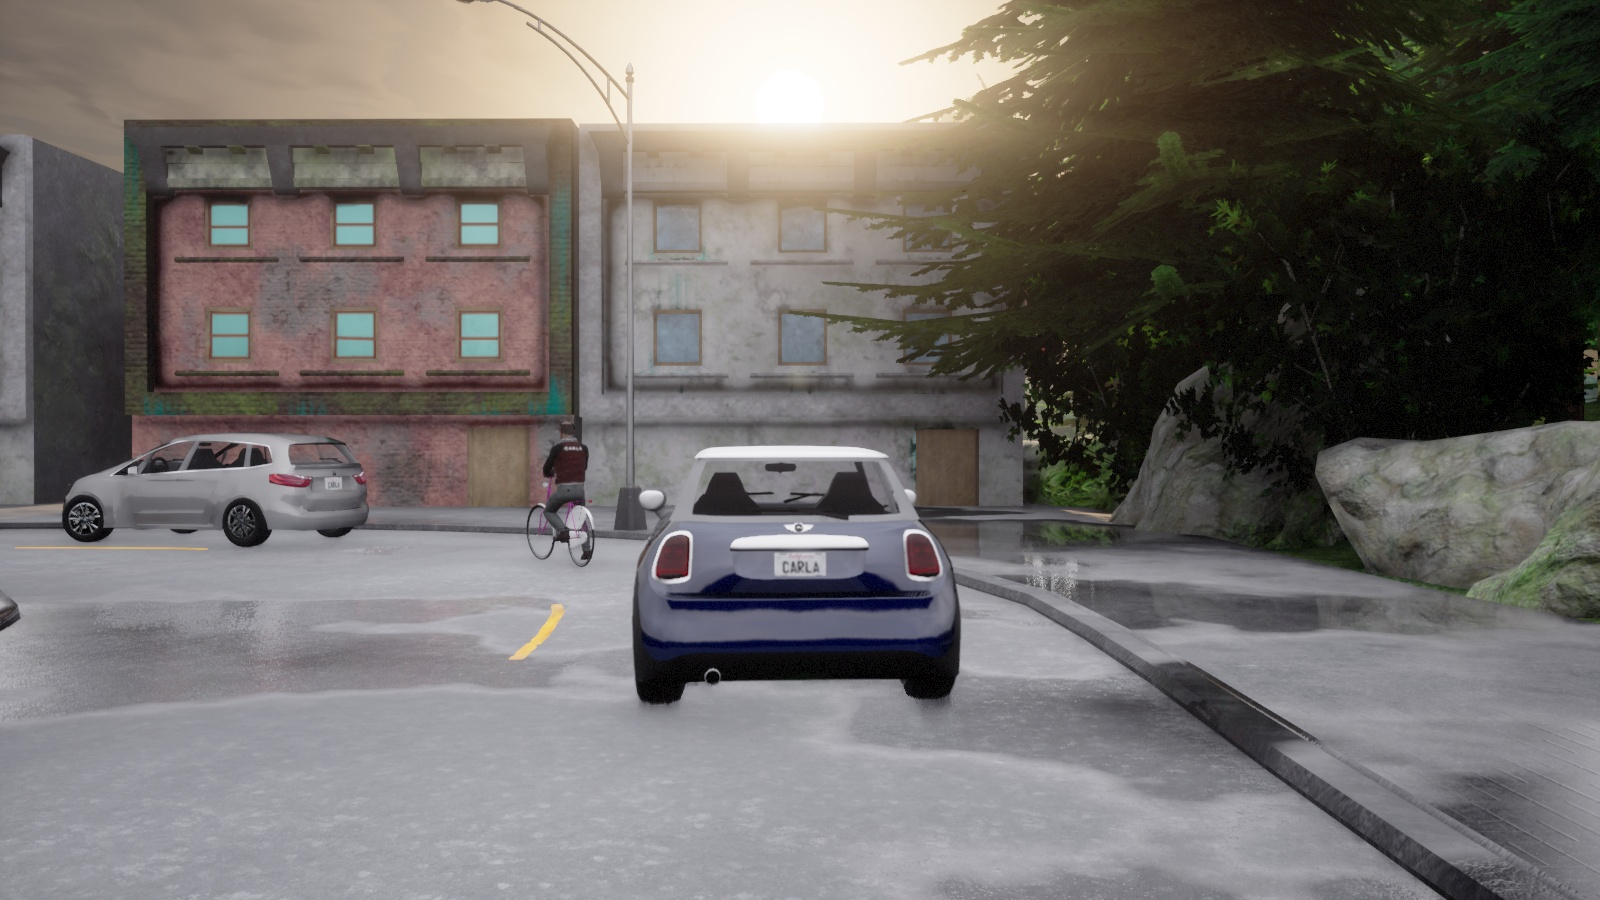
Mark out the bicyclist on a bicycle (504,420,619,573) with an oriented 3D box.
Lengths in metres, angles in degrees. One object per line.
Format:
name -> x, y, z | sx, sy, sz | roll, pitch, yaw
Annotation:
bicyclist on a bicycle -> -2.977, 0.530, 15.537 | 0.659, 1.776, 1.843 | 0, 1, -36

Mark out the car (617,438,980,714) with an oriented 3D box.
car -> -0.141, 0.664, 8.689 | 1.970, 1.475, 3.806 | 0, 0, -4

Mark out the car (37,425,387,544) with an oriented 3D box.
car -> -9.058, 0.476, 19.462 | 4.611, 1.667, 2.242 | 0, 0, 18
